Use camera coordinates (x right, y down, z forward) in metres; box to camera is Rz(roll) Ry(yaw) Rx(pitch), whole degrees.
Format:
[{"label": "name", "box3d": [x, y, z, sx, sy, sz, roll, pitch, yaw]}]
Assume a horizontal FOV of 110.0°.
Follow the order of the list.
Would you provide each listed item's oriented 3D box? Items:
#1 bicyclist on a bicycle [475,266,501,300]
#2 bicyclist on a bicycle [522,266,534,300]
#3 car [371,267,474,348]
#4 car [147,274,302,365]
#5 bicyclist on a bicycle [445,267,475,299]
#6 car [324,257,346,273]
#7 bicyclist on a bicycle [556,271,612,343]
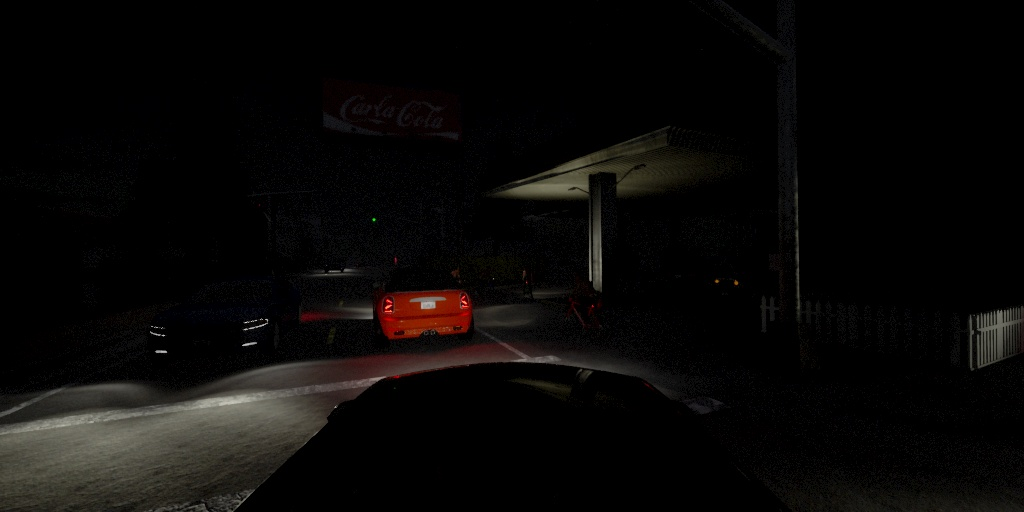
[{"label": "bicyclist on a bicycle", "box3d": [-1.309, 1.342, 17.756, 1.656, 1.620, 0.582, 0, 0, -21]}, {"label": "bicyclist on a bicycle", "box3d": [0.800, 1.330, 17.870, 0.582, 1.620, 1.656, -1, 0, 16]}, {"label": "car", "box3d": [-2.539, 1.056, 9.447, 2.097, 1.767, 4.553, -1, 0, -22]}, {"label": "car", "box3d": [-6.253, 1.216, 8.379, 1.882, 1.535, 5.008, -1, 0, -23]}, {"label": "bicyclist on a bicycle", "box3d": [-2.617, 1.316, 16.374, 1.656, 1.620, 0.582, 1, 0, 37]}, {"label": "car", "box3d": [-23.680, 1.201, 47.821, 2.150, 2.045, 5.566, -1, 0, -25]}, {"label": "bicyclist on a bicycle", "box3d": [1.709, 1.199, 8.660, 0.582, 1.620, 1.656, 3, -2, -42]}]
